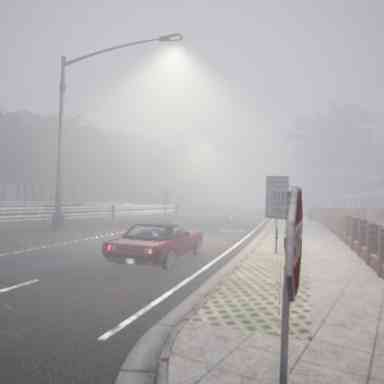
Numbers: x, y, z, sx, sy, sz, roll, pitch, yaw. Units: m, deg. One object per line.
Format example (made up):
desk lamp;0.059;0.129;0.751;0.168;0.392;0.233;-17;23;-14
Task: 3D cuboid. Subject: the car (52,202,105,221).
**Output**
car;-9.479;1.630;28.383;1.837;1.490;4.892;2;-1;30

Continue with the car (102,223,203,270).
car;-1.068;1.742;11.716;1.895;1.301;4.718;2;0;18
